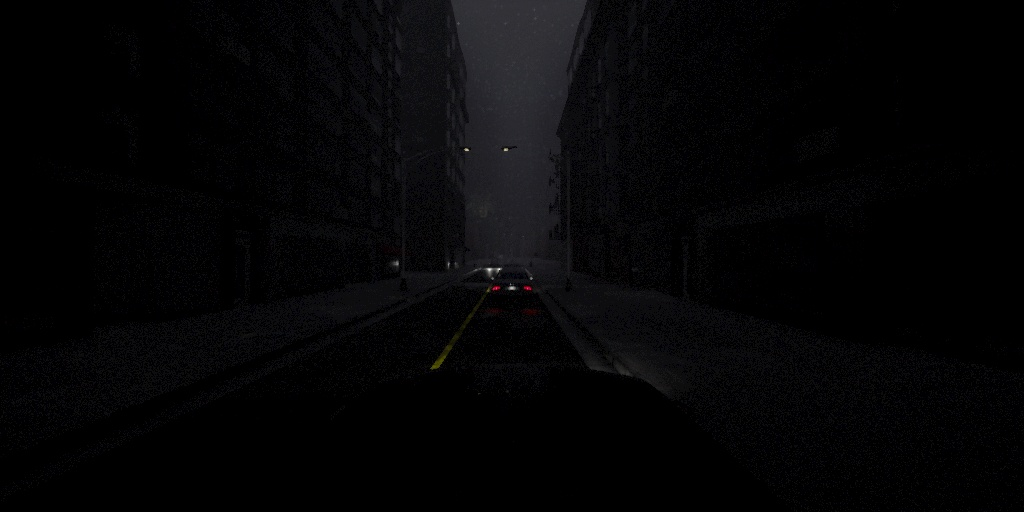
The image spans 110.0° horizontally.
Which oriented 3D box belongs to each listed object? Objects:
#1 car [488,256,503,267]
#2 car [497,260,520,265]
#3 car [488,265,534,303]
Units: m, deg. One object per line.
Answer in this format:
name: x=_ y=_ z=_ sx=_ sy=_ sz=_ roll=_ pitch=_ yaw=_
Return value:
car: x=-2.750 y=1.185 z=57.508 sx=1.812 sy=1.442 sz=4.674 roll=0 pitch=0 yaw=0
car: x=0.000 y=1.279 z=31.504 sx=2.033 sy=1.411 sz=5.357 roll=0 pitch=0 yaw=0
car: x=0.000 y=1.307 z=16.501 sx=2.033 sy=1.411 sz=5.357 roll=0 pitch=0 yaw=0
